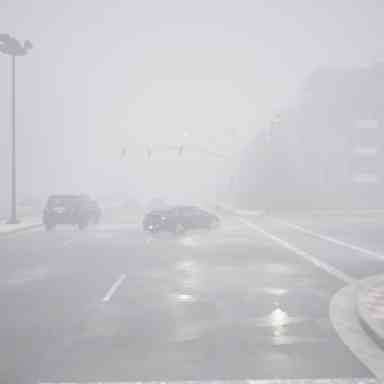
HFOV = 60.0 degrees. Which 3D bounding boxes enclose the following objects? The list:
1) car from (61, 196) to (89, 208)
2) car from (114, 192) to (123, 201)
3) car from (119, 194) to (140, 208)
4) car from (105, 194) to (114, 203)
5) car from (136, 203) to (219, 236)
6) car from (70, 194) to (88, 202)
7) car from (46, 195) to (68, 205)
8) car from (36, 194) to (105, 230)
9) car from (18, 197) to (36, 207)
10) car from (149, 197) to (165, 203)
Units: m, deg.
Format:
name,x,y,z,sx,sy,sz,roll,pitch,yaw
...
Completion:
name,x,y,z,sx,sy,sz,roll,pitch,yaw
car,-16.286,1.351,46.580,2.128,1.511,4.902,0,0,0
car,-16.244,0.968,73.353,2.150,2.045,5.566,0,0,0
car,-8.116,1.390,44.859,1.812,1.442,4.674,0,0,-1
car,-16.268,1.366,60.438,2.033,1.411,5.357,0,0,0
car,-0.428,1.450,18.059,1.837,1.490,4.892,-3,-2,40
car,-23.249,1.270,68.551,1.882,1.535,5.008,0,0,0
car,-23.293,1.331,57.643,1.837,1.490,4.892,0,0,1
car,-7.337,1.159,20.800,2.150,2.045,5.566,0,0,-2
car,-23.279,1.420,48.067,1.994,1.385,4.181,0,0,0
car,-4.588,1.359,43.807,2.128,1.511,4.902,0,0,-1
